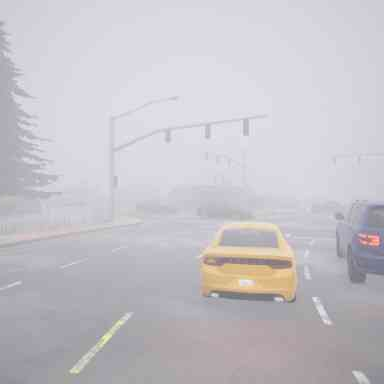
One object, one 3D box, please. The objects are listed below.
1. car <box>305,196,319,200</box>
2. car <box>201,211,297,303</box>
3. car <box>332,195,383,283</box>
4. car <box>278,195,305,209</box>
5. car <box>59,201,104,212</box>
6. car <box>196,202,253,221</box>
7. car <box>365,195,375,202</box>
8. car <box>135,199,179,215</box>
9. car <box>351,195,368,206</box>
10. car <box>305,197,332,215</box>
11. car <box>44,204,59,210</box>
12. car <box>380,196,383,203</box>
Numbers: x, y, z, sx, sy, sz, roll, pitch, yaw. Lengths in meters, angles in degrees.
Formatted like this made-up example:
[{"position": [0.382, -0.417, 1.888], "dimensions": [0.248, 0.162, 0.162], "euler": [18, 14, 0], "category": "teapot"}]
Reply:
[{"position": [18.654, 1.526, 53.873], "dimensions": [1.812, 1.442, 4.674], "euler": [0, 0, 32], "category": "car"}, {"position": [1.483, 1.478, 8.390], "dimensions": [1.882, 1.535, 5.008], "euler": [0, 0, 12], "category": "car"}, {"position": [5.446, 1.221, 9.425], "dimensions": [2.150, 2.045, 5.566], "euler": [0, 0, 19], "category": "car"}, {"position": [13.304, 1.547, 45.136], "dimensions": [2.033, 1.411, 5.357], "euler": [0, 0, 31], "category": "car"}, {"position": [-11.570, 1.656, 35.347], "dimensions": [4.718, 1.301, 1.895], "euler": [0, 0, 32], "category": "car"}, {"position": [2.615, 1.530, 26.535], "dimensions": [4.902, 1.511, 2.128], "euler": [0, 0, 32], "category": "car"}, {"position": [42.853, 1.500, 79.877], "dimensions": [1.837, 1.490, 4.892], "euler": [0, 0, 31], "category": "car"}, {"position": [-3.690, 1.533, 34.602], "dimensions": [5.008, 1.535, 1.882], "euler": [0, 0, 31], "category": "car"}, {"position": [27.738, 1.352, 54.956], "dimensions": [2.097, 1.767, 4.553], "euler": [0, 0, 31], "category": "car"}, {"position": [14.196, 1.569, 34.496], "dimensions": [4.674, 1.442, 1.812], "euler": [0, 1, -37], "category": "car"}, {"position": [-17.912, 1.656, 43.409], "dimensions": [4.718, 1.301, 1.895], "euler": [0, 0, 32], "category": "car"}, {"position": [40.442, 1.540, 69.221], "dimensions": [2.033, 1.411, 5.357], "euler": [0, 0, 31], "category": "car"}]
